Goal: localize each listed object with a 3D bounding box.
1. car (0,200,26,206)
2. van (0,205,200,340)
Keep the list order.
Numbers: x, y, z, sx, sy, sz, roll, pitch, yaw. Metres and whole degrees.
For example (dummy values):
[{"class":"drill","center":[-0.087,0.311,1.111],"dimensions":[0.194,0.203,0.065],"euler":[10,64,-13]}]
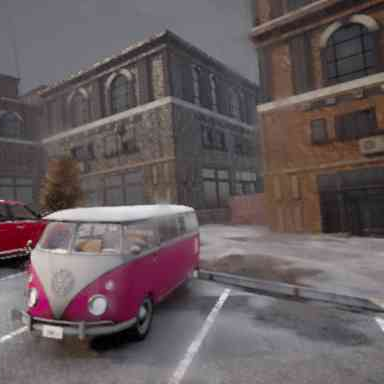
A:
[{"class":"car","center":[-6.121,1.241,10.122],"dimensions":[2.435,2.045,5.566],"euler":[0,-1,16]},{"class":"van","center":[-1.193,1.261,6.442],"dimensions":[1.878,1.987,4.442],"euler":[1,-1,16]}]
